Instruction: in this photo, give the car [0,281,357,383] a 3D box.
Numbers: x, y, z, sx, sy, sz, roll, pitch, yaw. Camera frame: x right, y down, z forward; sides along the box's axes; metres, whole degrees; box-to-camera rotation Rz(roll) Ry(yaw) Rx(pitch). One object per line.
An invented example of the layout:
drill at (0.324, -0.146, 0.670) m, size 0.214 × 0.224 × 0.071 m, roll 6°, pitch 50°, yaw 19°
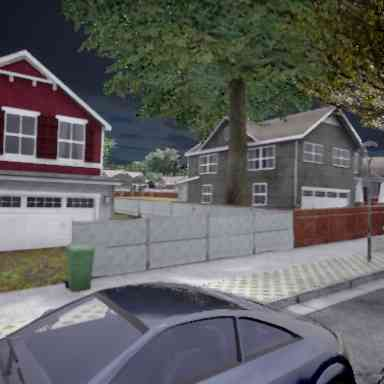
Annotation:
car at (-0.516, 1.564, 2.702) m, size 4.181 × 1.385 × 1.994 m, roll 0°, pitch 0°, yaw -35°
